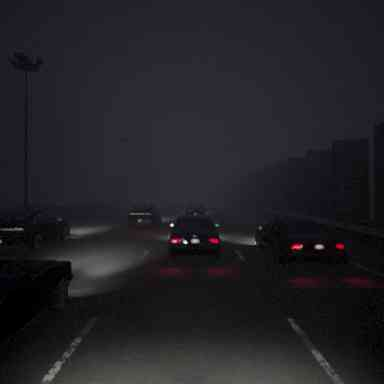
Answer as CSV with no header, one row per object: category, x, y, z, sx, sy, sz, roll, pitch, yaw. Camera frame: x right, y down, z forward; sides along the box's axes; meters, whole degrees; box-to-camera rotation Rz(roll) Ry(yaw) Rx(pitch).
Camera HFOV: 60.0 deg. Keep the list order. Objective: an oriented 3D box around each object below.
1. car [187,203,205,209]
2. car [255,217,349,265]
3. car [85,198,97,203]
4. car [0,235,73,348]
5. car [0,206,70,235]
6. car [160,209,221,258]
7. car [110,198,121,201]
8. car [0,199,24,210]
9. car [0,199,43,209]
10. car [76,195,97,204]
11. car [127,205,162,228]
car,0.420,1.791,33.153,1.895,1.301,4.718,0,0,1
car,3.600,1.616,11.902,2.033,1.411,5.357,0,0,0
car,-24.619,2.036,81.292,1.895,1.301,4.718,0,0,-5
car,-3.401,1.629,4.856,1.895,1.301,4.718,0,0,0
car,-6.892,1.575,14.339,2.128,1.511,4.902,0,0,0
car,0.103,1.623,13.071,2.033,1.411,5.357,0,0,0
car,-17.133,1.978,74.629,1.994,1.385,4.181,0,0,-2
car,-27.425,1.775,49.663,2.128,1.511,4.902,0,0,1
car,-17.250,1.690,34.481,2.128,1.511,4.902,0,-1,1
car,-20.364,1.585,63.686,2.150,2.045,5.566,0,0,0
car,-3.281,1.628,23.571,2.128,1.511,4.902,0,0,1
